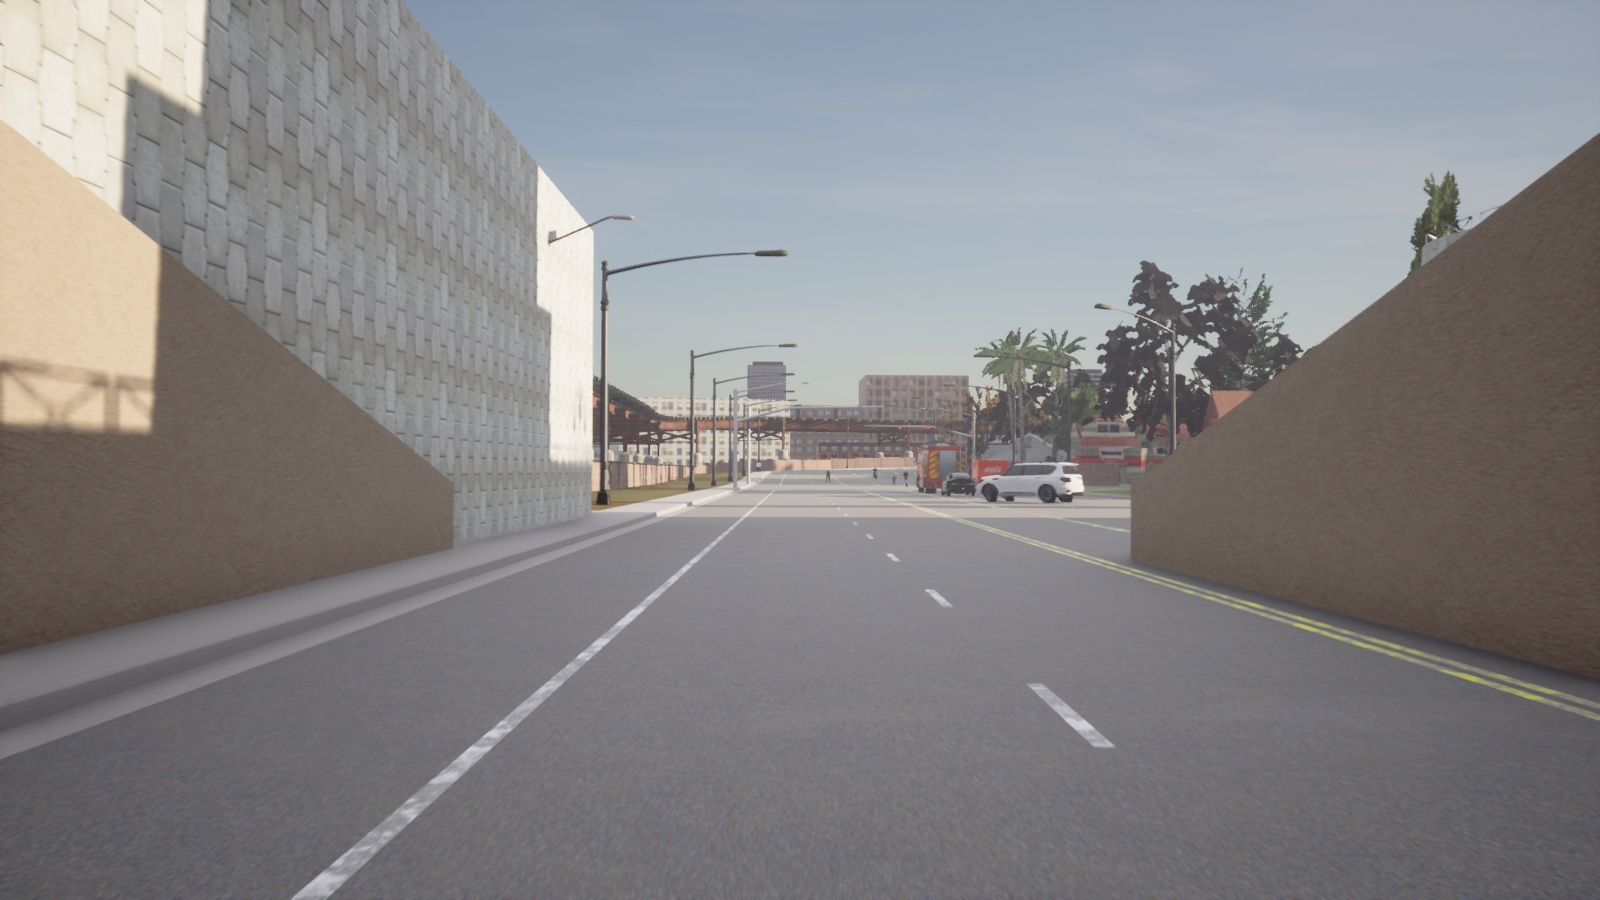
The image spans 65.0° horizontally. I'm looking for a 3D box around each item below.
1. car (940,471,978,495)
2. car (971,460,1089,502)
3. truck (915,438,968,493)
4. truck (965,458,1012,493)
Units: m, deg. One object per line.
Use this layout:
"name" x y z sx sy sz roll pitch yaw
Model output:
"car" 10.289 2.144 81.638 1.837 1.490 4.892 0 -1 0
"car" 11.708 1.560 64.116 5.566 2.045 2.150 -1 -1 41
"truck" 10.262 1.144 91.684 2.891 3.827 8.468 0 -1 0
"truck" 13.764 1.819 92.029 2.627 2.467 5.204 0 -1 0
